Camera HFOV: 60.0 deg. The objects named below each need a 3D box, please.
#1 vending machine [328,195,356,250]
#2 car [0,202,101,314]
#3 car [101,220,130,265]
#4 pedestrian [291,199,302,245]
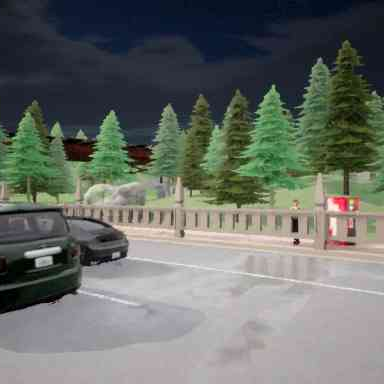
[{"bbox_3d":[6.079,1.195,13.466,0.880,2.100,1.100,0,0,33],"label":"vending machine"},{"bbox_3d":[-4.706,1.221,6.743,5.566,2.045,2.150,0,0,30],"label":"car"},{"bbox_3d":[-4.198,1.505,10.443,4.892,1.490,1.837,0,0,30],"label":"car"},{"bbox_3d":[4.072,1.142,13.002,0.375,1.860,0.375,0,0,33],"label":"pedestrian"}]
